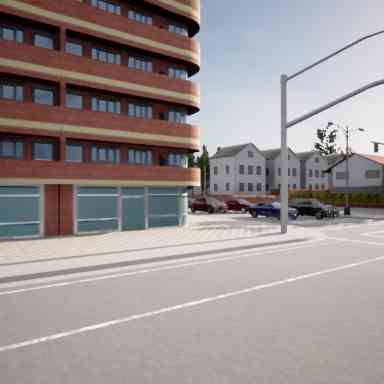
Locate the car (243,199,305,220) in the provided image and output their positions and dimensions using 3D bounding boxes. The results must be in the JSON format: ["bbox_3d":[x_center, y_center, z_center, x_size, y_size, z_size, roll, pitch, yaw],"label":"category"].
[{"bbox_3d":[6.823,1.526,28.204,1.812,1.442,4.674,0,0,-35],"label":"car"}]

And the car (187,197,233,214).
[{"bbox_3d":[1.825,1.352,35.399,2.097,1.767,4.553,0,0,-34],"label":"car"}]

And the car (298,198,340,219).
[{"bbox_3d":[10.457,1.352,29.098,2.097,1.767,4.553,0,0,-35],"label":"car"}]

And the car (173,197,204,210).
[{"bbox_3d":[-0.545,1.504,44.987,1.837,1.490,4.892,0,0,-35],"label":"car"}]

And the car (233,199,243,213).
[{"bbox_3d":[5.203,1.478,36.672,1.882,1.535,5.008,0,0,-35],"label":"car"}]
